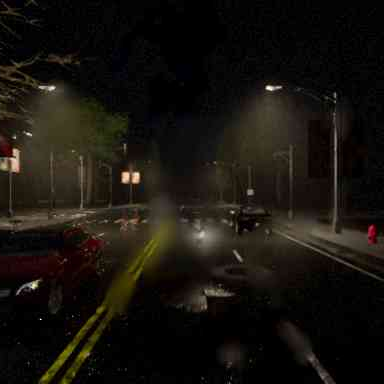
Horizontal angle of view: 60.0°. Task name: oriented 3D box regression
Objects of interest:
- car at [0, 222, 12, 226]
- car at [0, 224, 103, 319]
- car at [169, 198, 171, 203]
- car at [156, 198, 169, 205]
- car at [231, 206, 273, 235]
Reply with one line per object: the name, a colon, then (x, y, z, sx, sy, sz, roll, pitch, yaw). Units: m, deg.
car: (-6.592, 1.612, 10.052, 1.895, 1.301, 4.718, 0, 0, 0)
car: (-3.345, 1.531, 7.524, 1.812, 1.442, 4.674, 0, 0, 0)
car: (-6.510, 2.135, 85.412, 1.895, 1.301, 4.718, 0, -1, 0)
car: (-6.509, 1.914, 69.846, 1.812, 1.442, 4.674, 0, -1, 0)
car: (3.350, 1.525, 19.256, 1.882, 1.535, 5.008, 0, -1, 1)
